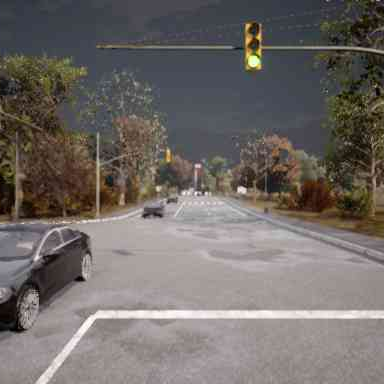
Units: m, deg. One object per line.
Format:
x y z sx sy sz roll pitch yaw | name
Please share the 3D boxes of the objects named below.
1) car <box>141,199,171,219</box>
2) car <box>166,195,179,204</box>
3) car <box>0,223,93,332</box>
-3.440 1.655 31.007 2.033 1.411 5.357 0 0 0 | car
-3.266 1.248 56.641 2.033 1.411 5.357 0 1 1 | car
-3.488 1.442 6.780 2.128 1.511 4.902 0 0 0 | car
